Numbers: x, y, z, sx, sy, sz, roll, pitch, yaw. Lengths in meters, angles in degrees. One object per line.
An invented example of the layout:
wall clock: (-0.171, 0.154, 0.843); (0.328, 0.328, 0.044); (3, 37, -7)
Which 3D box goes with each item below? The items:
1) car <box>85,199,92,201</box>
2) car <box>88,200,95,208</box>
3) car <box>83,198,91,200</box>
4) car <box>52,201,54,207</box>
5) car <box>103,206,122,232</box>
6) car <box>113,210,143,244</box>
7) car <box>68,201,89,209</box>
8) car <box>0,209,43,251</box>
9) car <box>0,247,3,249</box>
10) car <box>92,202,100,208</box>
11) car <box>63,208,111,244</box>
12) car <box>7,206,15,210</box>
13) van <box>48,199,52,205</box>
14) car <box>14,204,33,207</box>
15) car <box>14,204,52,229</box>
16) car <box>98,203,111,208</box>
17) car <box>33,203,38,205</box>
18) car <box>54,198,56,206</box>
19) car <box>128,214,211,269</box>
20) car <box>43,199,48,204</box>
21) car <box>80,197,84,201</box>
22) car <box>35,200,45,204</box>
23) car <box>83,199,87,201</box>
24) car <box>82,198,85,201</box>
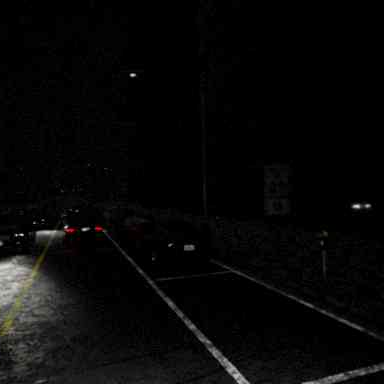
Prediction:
car: (-15.610, 2.284, 52.832); (1.947, 1.339, 4.313); (-1, 0, -20)
car: (-11.902, 2.119, 42.505); (2.008, 1.369, 4.403); (-1, 0, -20)
car: (-19.376, 2.395, 63.319); (1.752, 1.417, 4.829); (-1, 0, -20)
car: (-31.054, 2.626, 70.618); (1.967, 1.590, 4.097); (-1, 0, -20)
car: (-4.487, 1.824, 21.850); (1.947, 1.339, 4.313); (-1, 0, -20)
car: (-2.633, 1.761, 16.686); (1.802, 1.307, 4.206); (-1, 0, -20)
car: (-13.530, 2.149, 39.160); (1.994, 1.385, 4.181); (-1, 0, -20)
car: (-8.397, 1.797, 15.394); (2.128, 1.511, 4.902); (-1, 0, -20)
car: (-5.011, 1.641, 5.954); (1.882, 1.535, 5.008); (-1, 0, -20)
car: (-8.195, 1.965, 32.177); (2.008, 1.369, 4.403); (-1, 0, -20)
car: (-5.752, 1.806, 17.525); (2.033, 1.411, 5.357); (-1, 0, -20)
car: (-14.308, 2.028, 23.976); (1.752, 1.417, 4.829); (-1, 0, -20)
van: (-29.202, 2.452, 65.454); (1.690, 1.788, 3.998); (-1, 0, -20)
car: (-18.075, 2.101, 34.466); (1.967, 1.590, 4.097); (-1, 0, -20)
car: (-11.868, 1.958, 25.086); (1.837, 1.490, 4.892); (-1, 0, -20)
car: (-6.399, 1.864, 27.174); (1.752, 1.417, 4.829); (-1, 0, -20)
car: (-19.926, 2.319, 39.630); (1.802, 1.307, 4.206); (-1, 0, -20)
car: (-32.911, 2.576, 75.783); (2.192, 1.841, 5.009); (-1, 0, -20)
car: (-0.780, 1.667, 11.523); (1.947, 1.339, 4.313); (-1, 0, -20)
car: (-25.491, 2.402, 55.125); (1.967, 1.590, 4.097); (-1, 0, -20)
car: (-23.031, 2.332, 73.488); (2.192, 1.841, 5.009); (-1, 0, -20)
car: (-23.578, 2.410, 49.800); (1.752, 1.417, 4.829); (-1, 0, -20)
car: (-17.463, 2.359, 57.996); (1.947, 1.339, 4.313); (-1, 0, -20)
car: (-21.170, 2.524, 68.322); (1.802, 1.307, 4.206); (-1, 0, -20)
